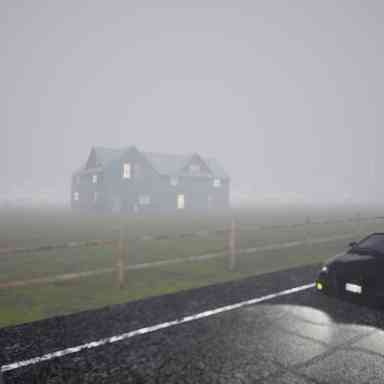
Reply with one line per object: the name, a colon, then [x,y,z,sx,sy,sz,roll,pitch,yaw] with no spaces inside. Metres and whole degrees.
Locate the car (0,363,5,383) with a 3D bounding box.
car: [-3.587,1.506,1.400,4.902,1.511,2.128,0,0,-36]

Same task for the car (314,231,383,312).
car: [4.601,1.597,7.327,4.181,1.385,1.994,0,0,-36]
